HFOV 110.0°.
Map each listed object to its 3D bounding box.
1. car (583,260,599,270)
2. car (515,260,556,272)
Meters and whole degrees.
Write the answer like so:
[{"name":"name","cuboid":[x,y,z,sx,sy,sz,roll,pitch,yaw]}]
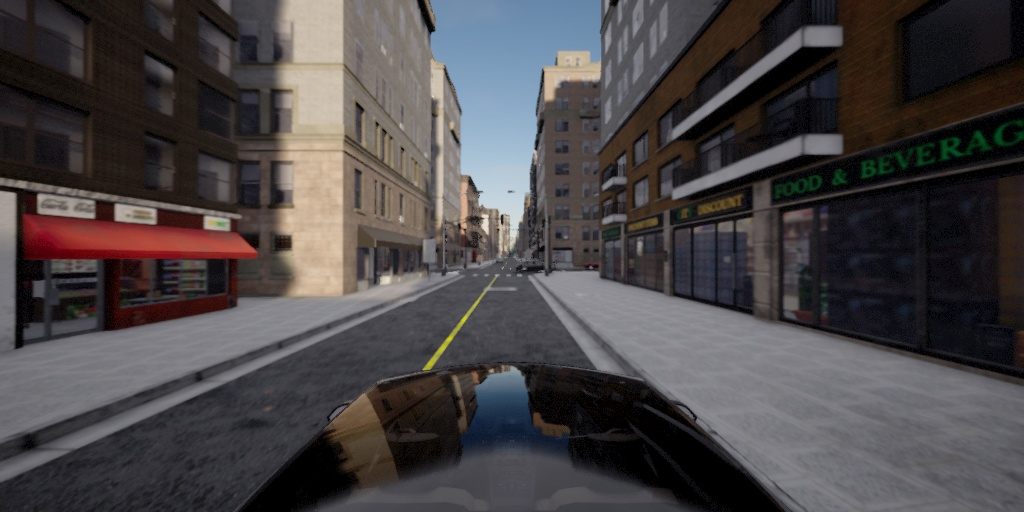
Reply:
[{"name":"car","cuboid":[12.163,1.149,49.537,4.507,1.381,1.888,0,0,0]},{"name":"car","cuboid":[2.863,1.268,43.748,4.892,1.490,1.837,-1,0,0]}]
